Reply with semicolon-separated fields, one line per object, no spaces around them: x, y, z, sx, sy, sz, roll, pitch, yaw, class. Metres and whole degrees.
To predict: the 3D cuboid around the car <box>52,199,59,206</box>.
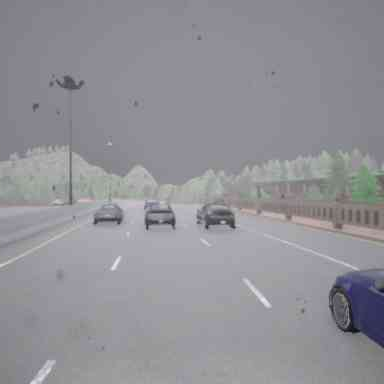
-26.319;2.140;65.854;1.812;1.442;4.674;0;-3;-8;car

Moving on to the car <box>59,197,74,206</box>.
-22.032;1.645;60.574;2.097;1.767;4.553;0;-2;-8;car

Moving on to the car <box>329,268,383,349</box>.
3.334;1.507;3.801;1.812;1.442;4.674;0;0;-2;car

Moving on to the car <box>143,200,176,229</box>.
-2.112;1.488;21.601;2.128;1.511;4.902;0;0;-8;car

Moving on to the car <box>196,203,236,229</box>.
1.450;1.481;21.400;1.837;1.490;4.892;0;0;-8;car

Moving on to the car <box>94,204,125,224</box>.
-6.117;1.582;24.898;1.994;1.385;4.181;0;0;-8;car

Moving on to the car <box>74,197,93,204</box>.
-17.800;1.596;55.642;1.882;1.535;5.008;0;-1;-8;car
